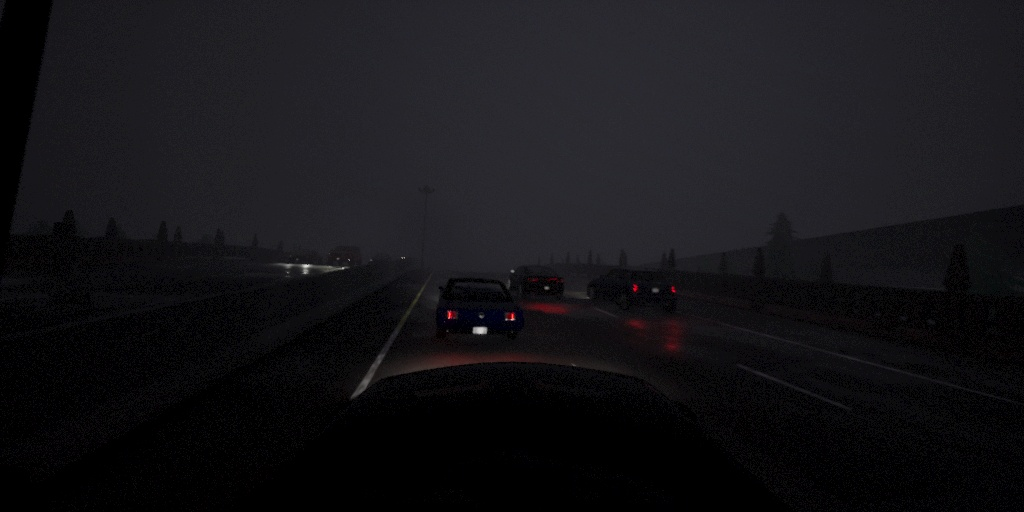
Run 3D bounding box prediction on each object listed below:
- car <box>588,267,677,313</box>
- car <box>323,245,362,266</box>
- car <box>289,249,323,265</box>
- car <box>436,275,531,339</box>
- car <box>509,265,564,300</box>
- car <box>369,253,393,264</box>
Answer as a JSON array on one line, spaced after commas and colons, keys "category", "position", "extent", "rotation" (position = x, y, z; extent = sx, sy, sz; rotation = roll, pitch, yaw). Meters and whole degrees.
[{"category": "car", "position": [5.008, 1.275, 15.542], "extent": [2.097, 1.767, 4.553], "rotation": [3, 0, -10]}, {"category": "car", "position": [-16.561, -0.042, 35.880], "extent": [2.150, 2.045, 5.566], "rotation": [3, -2, -10]}, {"category": "car", "position": [-19.974, 0.082, 34.998], "extent": [1.812, 1.442, 4.674], "rotation": [3, -2, -10]}, {"category": "car", "position": [-1.039, 1.228, 9.660], "extent": [1.895, 1.301, 4.718], "rotation": [3, 0, -10]}, {"category": "car", "position": [1.050, 1.160, 17.736], "extent": [1.882, 1.535, 5.008], "rotation": [3, 1, -10]}, {"category": "car", "position": [-13.095, 0.461, 36.238], "extent": [1.812, 1.442, 4.674], "rotation": [3, -2, -10]}]
